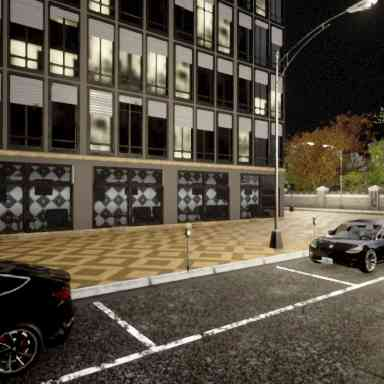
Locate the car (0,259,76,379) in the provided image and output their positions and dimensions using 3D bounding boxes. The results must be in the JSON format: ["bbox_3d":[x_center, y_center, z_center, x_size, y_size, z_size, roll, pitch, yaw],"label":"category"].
[{"bbox_3d":[-3.641,1.566,3.960,4.313,1.339,1.947,0,0,-36],"label":"car"}]

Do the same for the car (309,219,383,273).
[{"bbox_3d":[5.589,1.562,10.645,4.313,1.339,1.947,0,0,-36],"label":"car"}]
